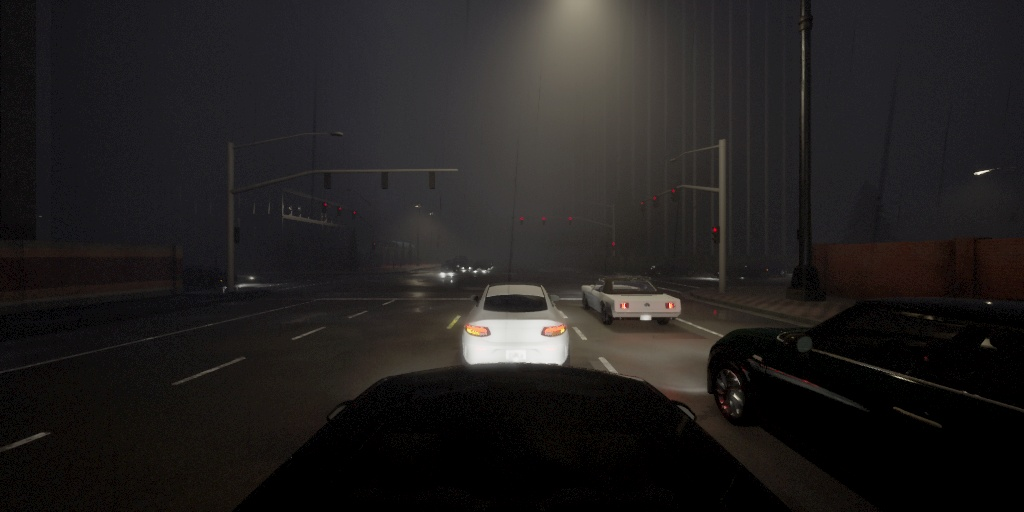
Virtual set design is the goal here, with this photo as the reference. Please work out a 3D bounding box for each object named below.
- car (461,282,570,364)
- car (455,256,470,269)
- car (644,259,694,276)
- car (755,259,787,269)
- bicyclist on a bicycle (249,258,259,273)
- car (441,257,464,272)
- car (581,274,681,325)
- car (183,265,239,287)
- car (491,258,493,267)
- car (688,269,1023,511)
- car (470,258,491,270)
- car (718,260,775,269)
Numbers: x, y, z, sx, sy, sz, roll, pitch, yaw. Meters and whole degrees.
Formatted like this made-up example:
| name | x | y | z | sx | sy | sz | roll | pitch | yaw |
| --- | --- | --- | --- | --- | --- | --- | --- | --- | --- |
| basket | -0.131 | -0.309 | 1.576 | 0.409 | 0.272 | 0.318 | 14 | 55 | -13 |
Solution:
| name | x | y | z | sx | sy | sz | roll | pitch | yaw |
| --- | --- | --- | --- | --- | --- | --- | --- | --- | --- |
| car | 0.060 | 1.276 | 7.538 | 1.812 | 1.442 | 4.674 | 0 | 0 | 0 |
| car | -7.991 | 0.971 | 56.059 | 2.150 | 2.045 | 5.566 | 0 | 0 | -1 |
| car | 15.343 | 1.102 | 35.106 | 4.553 | 1.767 | 2.097 | 0 | 0 | 0 |
| car | 24.235 | 1.102 | 35.186 | 4.553 | 1.767 | 2.097 | 0 | 0 | 0 |
| bicyclist on a bicycle | -28.403 | 1.051 | 39.478 | 0.582 | 1.620 | 1.656 | 0 | 0 | -1 |
| car | -7.885 | 1.241 | 46.213 | 2.128 | 1.511 | 4.902 | 0 | 0 | 1 |
| car | 3.564 | 1.351 | 11.755 | 1.895 | 1.301 | 4.718 | 0 | 0 | 0 |
| car | -20.910 | 1.314 | 24.057 | 4.181 | 1.385 | 1.994 | 0 | 0 | -1 |
| car | -4.538 | 1.275 | 59.394 | 1.812 | 1.442 | 4.674 | 0 | 0 | -1 |
| car | 3.600 | 1.102 | 2.853 | 2.097 | 1.767 | 4.553 | 0 | 0 | 0 |
| car | -4.416 | 1.314 | 50.778 | 1.994 | 1.385 | 4.181 | 0 | 0 | -1 |
| car | 20.194 | 1.314 | 31.651 | 4.181 | 1.385 | 1.994 | 0 | 0 | -1 |
